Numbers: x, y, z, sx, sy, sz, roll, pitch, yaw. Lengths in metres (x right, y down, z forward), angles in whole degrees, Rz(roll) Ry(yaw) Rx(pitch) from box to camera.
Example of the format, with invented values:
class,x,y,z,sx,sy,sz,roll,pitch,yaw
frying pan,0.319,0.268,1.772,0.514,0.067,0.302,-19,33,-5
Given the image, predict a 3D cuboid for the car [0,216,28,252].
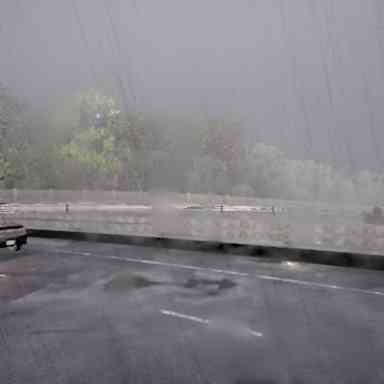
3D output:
class,x,y,z,sx,sy,sz,roll,pitch,yaw
car,-8.692,1.650,13.204,4.902,1.511,2.128,-1,0,28
